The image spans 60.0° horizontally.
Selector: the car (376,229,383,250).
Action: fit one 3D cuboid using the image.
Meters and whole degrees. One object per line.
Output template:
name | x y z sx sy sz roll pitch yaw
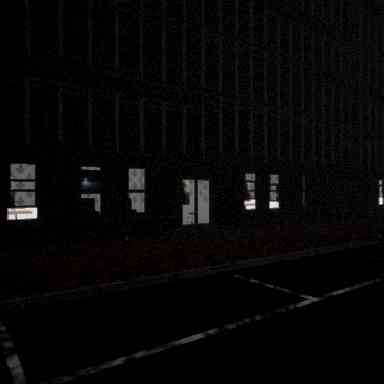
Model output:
car | 8.819 1.542 12.851 4.403 1.369 2.008 0 0 -36
